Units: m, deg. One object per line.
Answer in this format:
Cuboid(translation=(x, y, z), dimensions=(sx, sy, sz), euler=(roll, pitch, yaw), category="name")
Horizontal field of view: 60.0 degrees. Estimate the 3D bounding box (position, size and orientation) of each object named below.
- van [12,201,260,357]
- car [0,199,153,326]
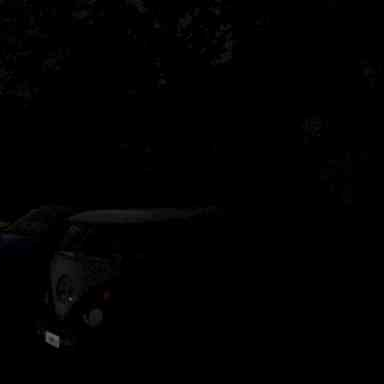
Cuboid(translation=(-0.444, 1.251, 5.933), dimensions=(1.878, 1.987, 4.442), euler=(0, 0, 35), category="van")
Cuboid(translation=(-2.661, 1.222, 7.621), dimensions=(2.435, 2.045, 5.566), euler=(0, 0, 35), category="car")
